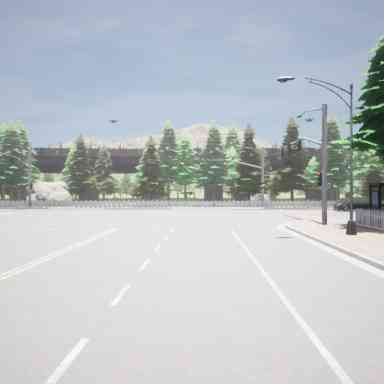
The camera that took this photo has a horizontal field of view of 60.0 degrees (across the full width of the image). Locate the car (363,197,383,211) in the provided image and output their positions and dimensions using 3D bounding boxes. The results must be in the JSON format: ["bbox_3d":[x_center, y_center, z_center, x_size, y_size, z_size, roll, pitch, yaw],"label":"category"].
[{"bbox_3d":[20.536,1.508,34.328,4.181,1.385,1.994,0,0,2],"label":"car"}]

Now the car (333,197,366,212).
[{"bbox_3d":[18.538,1.296,37.902,4.553,1.767,2.097,0,0,2],"label":"car"}]
